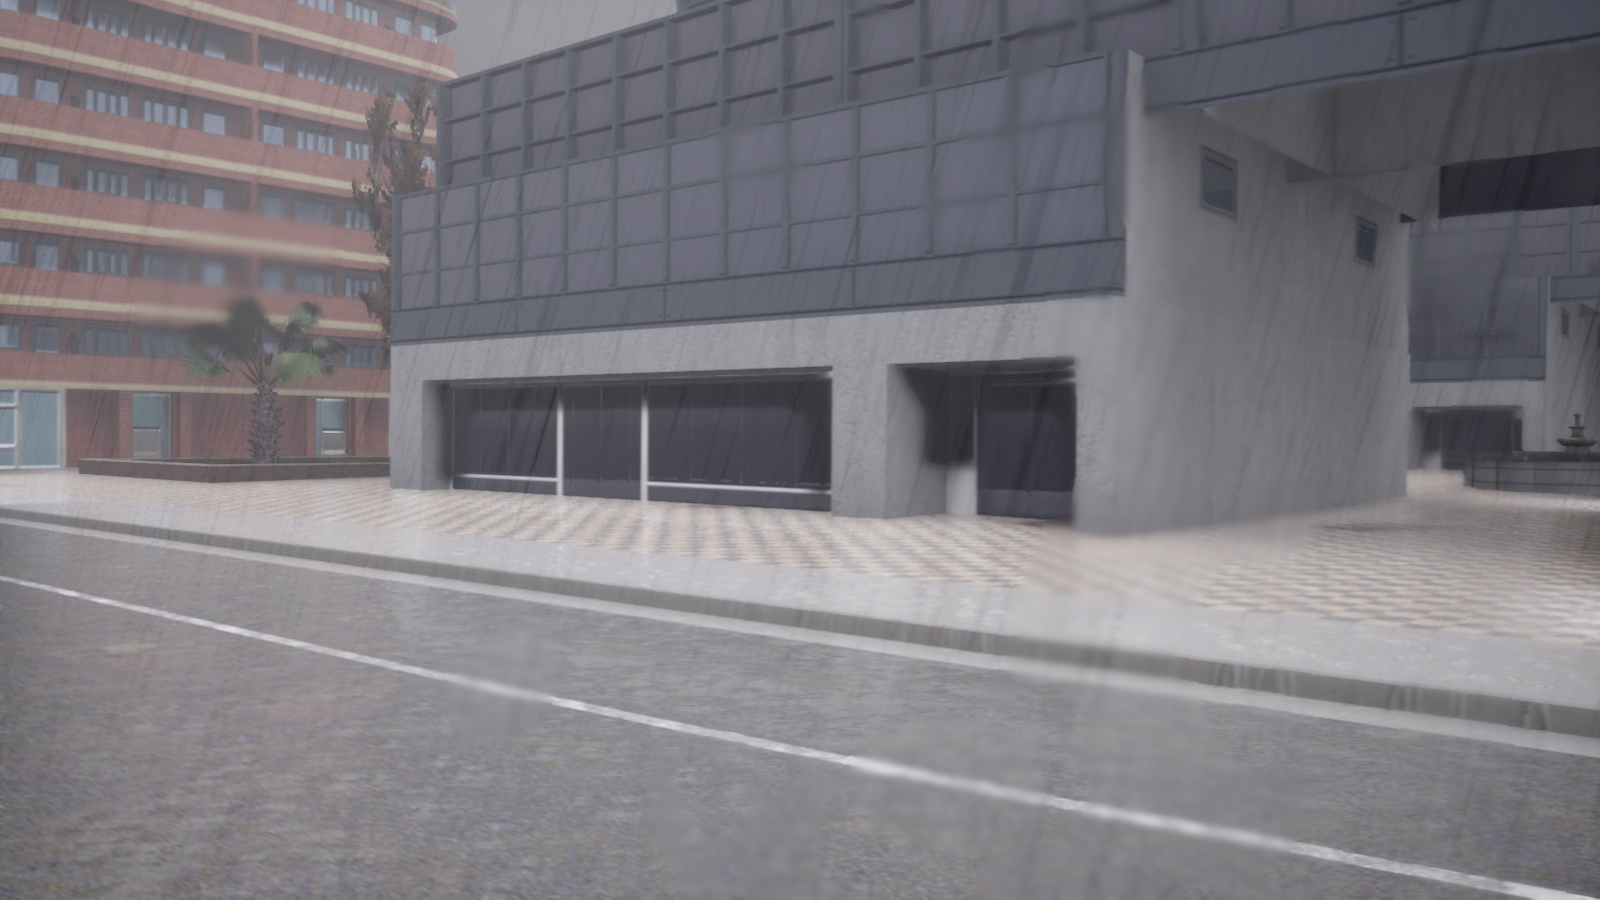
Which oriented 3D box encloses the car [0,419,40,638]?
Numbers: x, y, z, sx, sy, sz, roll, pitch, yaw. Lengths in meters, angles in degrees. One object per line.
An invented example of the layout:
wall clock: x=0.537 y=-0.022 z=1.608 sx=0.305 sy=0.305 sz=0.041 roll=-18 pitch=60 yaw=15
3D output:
car: x=-8.359 y=0.597 z=10.385 sx=4.856 sy=1.649 sz=2.033 roll=0 pitch=1 yaw=39
